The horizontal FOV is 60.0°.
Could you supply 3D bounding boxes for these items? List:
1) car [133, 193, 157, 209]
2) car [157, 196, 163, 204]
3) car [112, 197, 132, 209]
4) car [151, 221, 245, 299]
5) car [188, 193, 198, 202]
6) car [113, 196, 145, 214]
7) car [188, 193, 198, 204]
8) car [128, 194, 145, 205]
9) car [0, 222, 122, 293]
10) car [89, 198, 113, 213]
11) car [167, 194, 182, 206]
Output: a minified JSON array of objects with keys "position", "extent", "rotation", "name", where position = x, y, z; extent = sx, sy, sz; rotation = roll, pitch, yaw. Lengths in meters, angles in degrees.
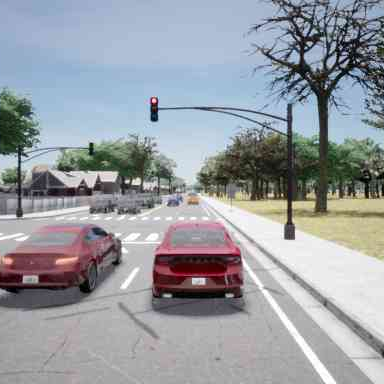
[{"position":[-6.500,1.211,45.634],"extent":[2.150,2.045,5.566],"rotation":[0,0,0],"name":"car"},{"position":[-6.442,1.483,60.642],"extent":[1.837,1.490,4.892],"rotation":[0,0,0],"name":"car"},{"position":[-9.744,1.515,46.671],"extent":[1.812,1.442,4.674],"rotation":[0,0,0],"name":"car"},{"position":[0.115,1.477,8.531],"extent":[1.882,1.535,5.008],"rotation":[0,0,0],"name":"car"},{"position":[0.160,1.190,76.359],"extent":[2.150,2.045,5.566],"rotation":[0,0,0],"name":"car"},{"position":[-6.524,1.499,34.892],"extent":[1.837,1.490,4.892],"rotation":[0,0,0],"name":"car"},{"position":[0.230,1.456,61.922],"extent":[1.882,1.535,5.008],"rotation":[0,-1,0],"name":"car"},{"position":[-9.706,1.332,58.505],"extent":[2.097,1.767,4.553],"rotation":[0,0,0],"name":"car"},{"position":[-3.132,1.525,8.741],"extent":[1.812,1.442,4.674],"rotation":[0,0,0],"name":"car"},{"position":[-9.769,1.499,36.402],"extent":[1.837,1.490,4.892],"rotation":[0,0,0],"name":"car"},{"position":[-3.033,1.508,55.622],"extent":[1.812,1.442,4.674],"rotation":[0,0,0],"name":"car"}]
